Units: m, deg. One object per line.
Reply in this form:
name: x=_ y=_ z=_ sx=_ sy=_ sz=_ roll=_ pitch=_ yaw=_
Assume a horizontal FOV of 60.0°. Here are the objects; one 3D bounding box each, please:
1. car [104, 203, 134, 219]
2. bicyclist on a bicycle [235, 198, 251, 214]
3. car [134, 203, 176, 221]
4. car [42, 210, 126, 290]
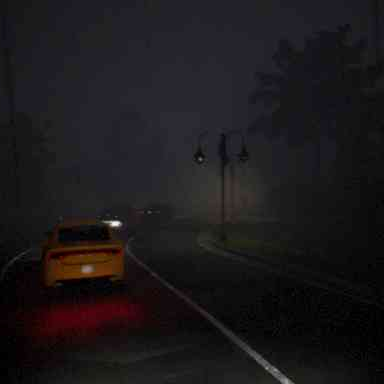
car: x=-6.481 y=1.704 z=29.151 sx=1.994 sy=1.385 sz=4.181 roll=0 pitch=0 yaw=12
bicyclist on a bicycle: x=5.182 y=1.397 z=33.904 sx=1.656 sy=1.620 sz=0.582 roll=0 pitch=0 yaw=12
car: x=-2.824 y=1.666 z=28.695 sx=2.033 sy=1.411 sz=5.357 roll=0 pitch=0 yaw=12
car: x=-3.165 y=1.529 z=9.512 sx=1.882 sy=1.535 sz=5.008 roll=0 pitch=0 yaw=-21
